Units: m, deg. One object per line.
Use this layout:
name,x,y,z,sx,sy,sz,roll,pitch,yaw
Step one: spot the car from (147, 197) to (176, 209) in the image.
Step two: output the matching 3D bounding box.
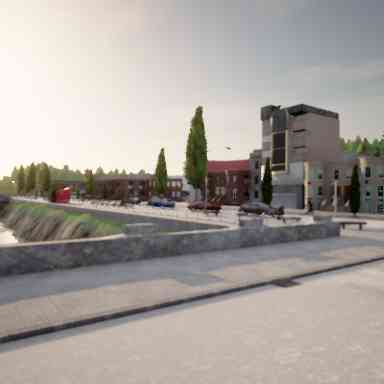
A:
car,-4.308,1.766,49.765,1.882,1.535,5.008,1,0,-35

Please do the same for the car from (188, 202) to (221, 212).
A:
car,1.579,1.889,41.457,1.895,1.301,4.718,1,0,-35

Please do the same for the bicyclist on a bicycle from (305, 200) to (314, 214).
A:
bicyclist on a bicycle,13.744,1.734,38.847,1.656,1.620,0.582,0,0,-35

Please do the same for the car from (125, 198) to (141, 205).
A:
car,-11.967,1.861,67.711,1.812,1.442,4.674,1,0,-36

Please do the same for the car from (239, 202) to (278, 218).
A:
car,6.914,1.794,33.959,1.837,1.490,4.892,1,0,-35

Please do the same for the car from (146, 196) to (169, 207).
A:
car,-6.237,1.688,59.674,2.097,1.767,4.553,1,0,-36
